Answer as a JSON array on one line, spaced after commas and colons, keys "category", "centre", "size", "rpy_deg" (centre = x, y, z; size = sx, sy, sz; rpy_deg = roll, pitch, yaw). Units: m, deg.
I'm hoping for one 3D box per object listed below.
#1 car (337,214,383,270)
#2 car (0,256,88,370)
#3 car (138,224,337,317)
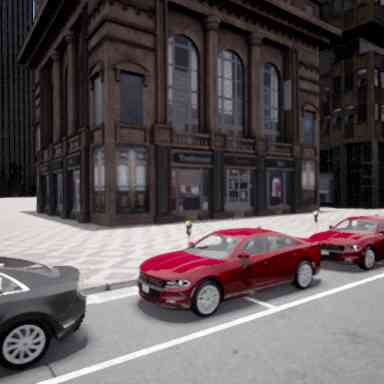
[{"category": "car", "centre": [5.565, 1.437, 10.616], "size": [4.507, 1.381, 1.887], "rpy_deg": [-1, 0, -35]}, {"category": "car", "centre": [-3.578, 1.557, 4.095], "size": [4.403, 1.369, 2.008], "rpy_deg": [-1, 0, -35]}, {"category": "car", "centre": [0.991, 1.494, 7.354], "size": [4.507, 1.381, 1.887], "rpy_deg": [-1, 0, -35]}]
